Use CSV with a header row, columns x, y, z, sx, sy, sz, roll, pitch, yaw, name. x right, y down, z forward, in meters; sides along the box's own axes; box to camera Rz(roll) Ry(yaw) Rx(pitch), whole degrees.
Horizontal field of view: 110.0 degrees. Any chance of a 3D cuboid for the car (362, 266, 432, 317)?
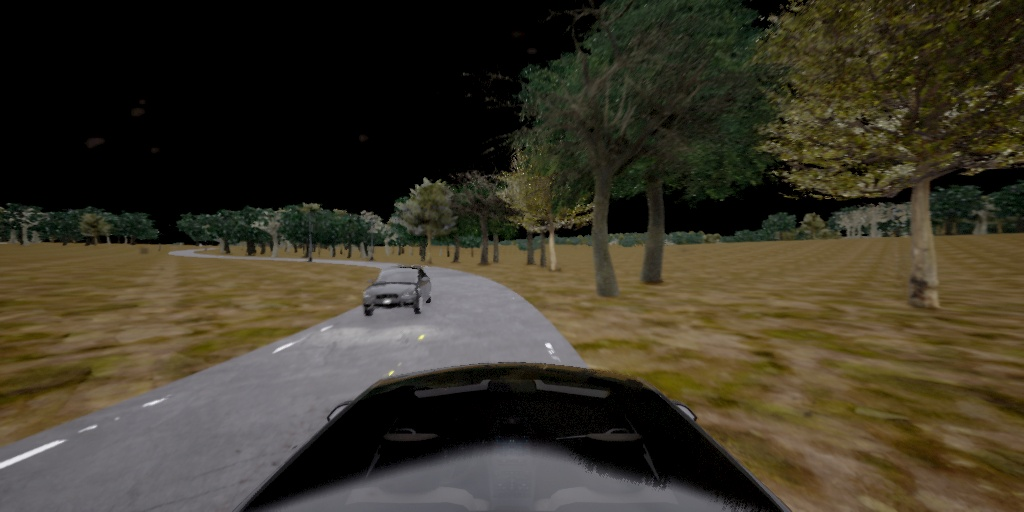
x,y,z,sx,sy,sz,roll,pitch,yaw,name
-4.148,1.158,13.541,1.837,1.490,4.892,-1,0,-6,car
